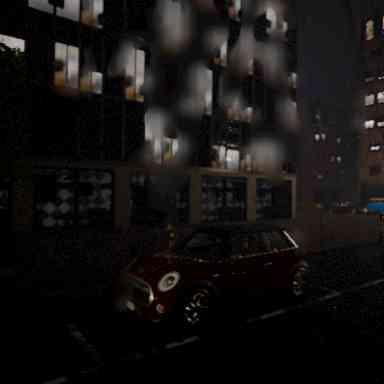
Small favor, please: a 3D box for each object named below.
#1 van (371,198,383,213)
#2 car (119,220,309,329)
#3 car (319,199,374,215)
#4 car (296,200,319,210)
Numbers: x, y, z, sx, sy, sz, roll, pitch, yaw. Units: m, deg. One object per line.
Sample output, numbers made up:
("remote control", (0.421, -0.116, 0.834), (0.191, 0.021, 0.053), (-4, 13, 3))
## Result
("van", (23.355, 1.672, 40.480), (1.690, 1.788, 3.998), (1, -1, -35))
("car", (0.560, 1.456, 6.946), (4.097, 1.590, 1.967), (0, 1, -35))
("car", (16.470, 1.738, 35.699), (2.008, 1.369, 4.403), (1, -1, -35))
("car", (16.923, 1.934, 49.731), (1.752, 1.417, 4.829), (1, -1, -35))
